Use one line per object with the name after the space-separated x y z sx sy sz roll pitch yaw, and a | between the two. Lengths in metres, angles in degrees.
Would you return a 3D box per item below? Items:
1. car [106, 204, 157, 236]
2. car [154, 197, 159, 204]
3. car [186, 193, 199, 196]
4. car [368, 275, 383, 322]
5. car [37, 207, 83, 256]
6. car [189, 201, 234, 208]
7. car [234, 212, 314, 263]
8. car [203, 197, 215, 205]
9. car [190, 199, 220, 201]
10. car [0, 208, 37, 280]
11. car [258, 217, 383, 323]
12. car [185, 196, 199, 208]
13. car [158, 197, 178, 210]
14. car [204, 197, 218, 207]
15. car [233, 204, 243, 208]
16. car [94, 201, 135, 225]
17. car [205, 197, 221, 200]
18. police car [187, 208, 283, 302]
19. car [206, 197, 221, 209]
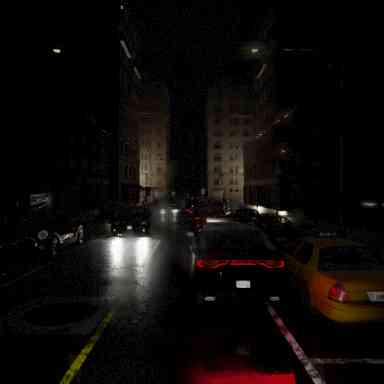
-3.079 1.557 18.313 1.994 1.385 4.181 0 0 0 | car
-5.604 1.507 57.392 1.887 1.381 4.507 -1 0 0 | car
0.075 1.182 59.545 2.150 2.045 5.566 0 0 0 | car
2.856 1.581 1.523 1.802 1.307 4.206 -1 0 0 | car
-5.664 1.436 12.707 1.967 1.590 4.097 -1 0 0 | car
0.921 1.471 18.340 1.882 1.535 5.008 0 0 0 | car
2.872 1.561 12.695 1.947 1.339 4.313 -1 0 0 | car
2.941 1.544 57.382 1.802 1.307 4.206 -1 0 0 | car
0.928 1.496 24.340 1.837 1.490 4.892 0 0 0 | car
-5.673 1.313 7.121 2.192 1.841 5.009 -1 0 0 | car
2.864 1.523 7.280 1.752 1.417 4.829 -1 0 0 | car
0.075 1.575 46.267 1.895 1.301 4.718 0 0 1 | car
-2.946 1.481 43.632 1.837 1.490 4.892 0 0 0 | car
2.933 1.534 51.797 1.947 1.339 4.313 -1 0 0 | car
2.881 1.559 18.281 1.947 1.339 4.313 -1 0 0 | car
-5.649 1.431 23.878 1.967 1.590 4.097 -1 0 0 | car
2.915 1.530 40.625 2.008 1.369 4.403 -1 0 0 | car
0.908 1.423 8.449 1.930 1.638 5.238 0 0 0 | police car
2.924 1.499 46.380 1.752 1.417 4.829 -1 0 0 | car
